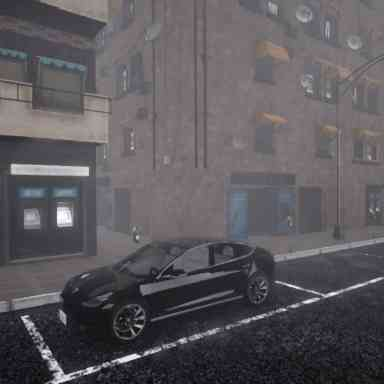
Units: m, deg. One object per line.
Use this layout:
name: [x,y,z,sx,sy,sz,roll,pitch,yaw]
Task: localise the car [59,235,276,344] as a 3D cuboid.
car: [-0.224,1.566,6.415,4.313,1.339,1.947,0,0,-36]
